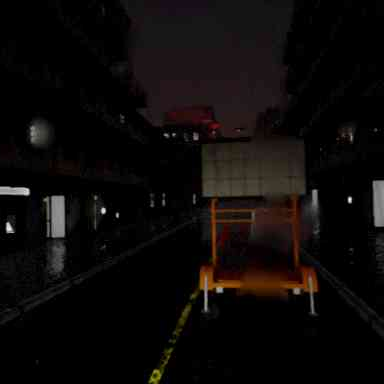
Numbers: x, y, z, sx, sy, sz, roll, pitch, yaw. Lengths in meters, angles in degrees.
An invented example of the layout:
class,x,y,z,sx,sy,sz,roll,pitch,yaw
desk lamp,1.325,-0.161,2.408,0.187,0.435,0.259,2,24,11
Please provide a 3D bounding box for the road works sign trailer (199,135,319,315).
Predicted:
class,x,y,z,sx,sy,sz,roll,pitch,yaw
road works sign trailer,1.420,0.532,7.723,2.380,3.560,2.880,-1,-1,8
